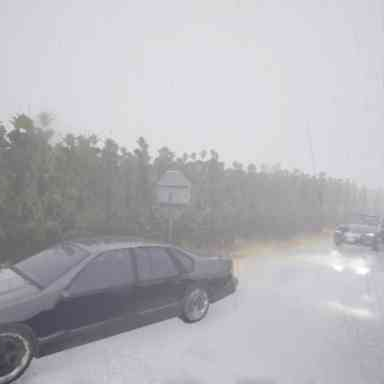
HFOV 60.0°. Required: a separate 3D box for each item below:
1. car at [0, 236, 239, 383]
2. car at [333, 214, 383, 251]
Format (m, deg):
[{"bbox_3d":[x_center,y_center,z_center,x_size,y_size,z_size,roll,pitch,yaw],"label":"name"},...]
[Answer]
[{"bbox_3d":[-1.469,1.485,5.437,5.357,1.411,2.033,3,0,-43],"label":"car"},{"bbox_3d":[8.516,1.868,16.258,2.128,1.511,4.902,2,0,42],"label":"car"}]
